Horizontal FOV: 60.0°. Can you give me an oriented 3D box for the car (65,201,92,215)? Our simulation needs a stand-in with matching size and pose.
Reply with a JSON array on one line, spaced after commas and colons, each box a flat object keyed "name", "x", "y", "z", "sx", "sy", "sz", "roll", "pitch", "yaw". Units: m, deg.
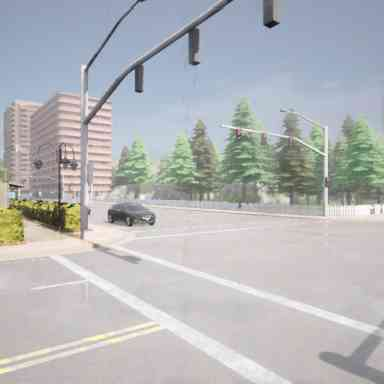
[{"name": "car", "x": -11.564, "y": 1.601, "z": 32.901, "sx": 1.895, "sy": 1.301, "sz": 4.718, "roll": 0, "pitch": 0, "yaw": -37}]

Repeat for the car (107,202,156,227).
[{"name": "car", "x": -4.295, "y": 1.505, "z": 23.206, "sx": 1.837, "sy": 1.490, "sz": 4.892, "roll": 0, "pitch": 0, "yaw": -37}]

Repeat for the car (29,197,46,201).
[{"name": "car", "x": -21.858, "y": 1.493, "z": 46.677, "sx": 2.128, "sy": 1.511, "sz": 4.902, "roll": 0, "pitch": 0, "yaw": -36}]
